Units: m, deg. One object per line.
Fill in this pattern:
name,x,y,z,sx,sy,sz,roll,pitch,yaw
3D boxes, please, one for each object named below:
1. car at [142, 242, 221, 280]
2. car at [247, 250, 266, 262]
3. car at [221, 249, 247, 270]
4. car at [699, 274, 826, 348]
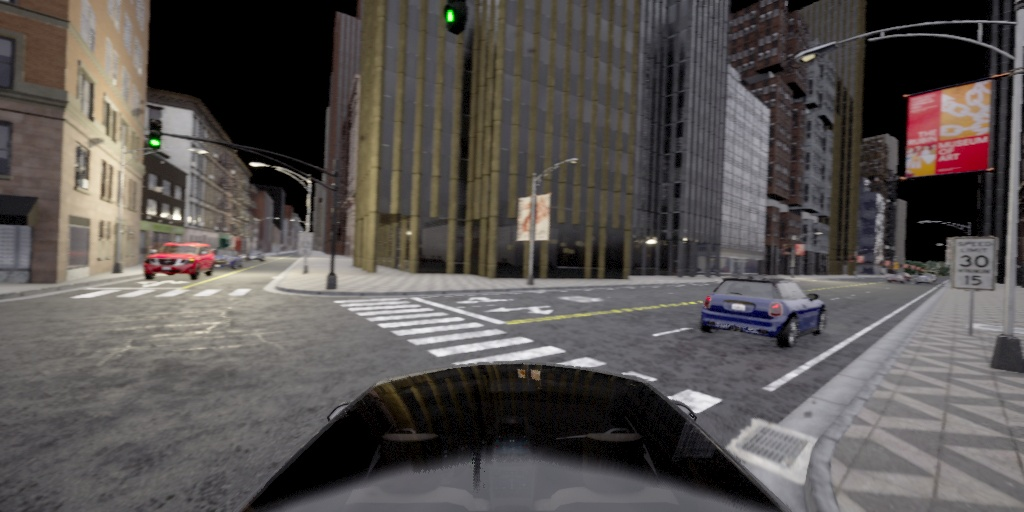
car,-19.289,0.247,21.065,2.150,2.045,5.566,2,0,-29
car,-34.164,0.004,47.819,2.128,1.511,4.902,2,0,-29
car,-24.711,0.188,30.767,2.097,1.767,4.553,2,0,-29
car,7.480,1.404,10.552,4.553,1.767,2.097,2,0,-39
